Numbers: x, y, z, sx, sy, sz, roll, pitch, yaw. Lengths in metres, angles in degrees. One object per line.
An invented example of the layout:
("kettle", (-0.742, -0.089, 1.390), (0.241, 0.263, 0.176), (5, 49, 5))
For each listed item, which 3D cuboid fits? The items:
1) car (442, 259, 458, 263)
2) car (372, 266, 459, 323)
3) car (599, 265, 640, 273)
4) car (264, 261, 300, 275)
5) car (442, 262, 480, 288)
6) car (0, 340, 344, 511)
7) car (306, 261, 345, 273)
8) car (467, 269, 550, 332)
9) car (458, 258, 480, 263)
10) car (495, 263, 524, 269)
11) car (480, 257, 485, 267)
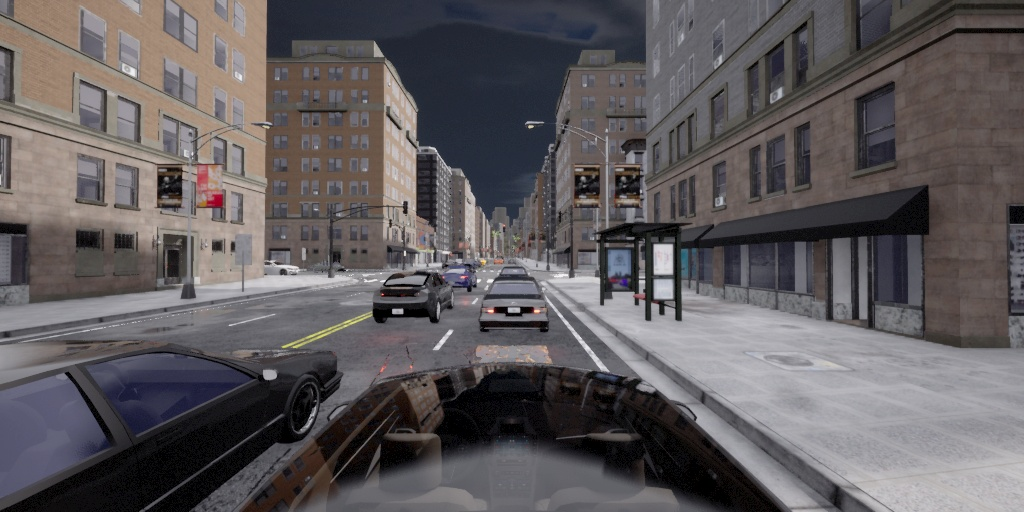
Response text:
("car", (-9.804, 1.273, 56.890), (1.837, 1.490, 4.892), (0, 0, 3))
("car", (-3.138, 1.258, 12.142), (1.837, 1.490, 4.892), (0, 0, -1))
("car", (13.126, 1.386, 43.908), (4.892, 1.490, 1.837), (0, -1, 0))
("car", (-22.622, 1.155, 33.836), (4.674, 1.442, 1.812), (0, -1, -1))
("car", (-3.152, 1.282, 21.181), (1.812, 1.442, 4.674), (0, 0, 0))
("car", (-3.149, 1.298, 2.268), (2.033, 1.411, 5.357), (0, 0, 0))
("car", (-22.677, 1.325, 43.782), (4.181, 1.385, 1.994), (0, -1, 0))
("car", (0.081, 1.300, 10.803), (2.033, 1.411, 5.357), (0, 0, 1))
("car", (-6.590, 1.121, 55.199), (2.097, 1.767, 4.553), (0, 0, 0))
("car", (0.090, 1.304, 20.860), (2.033, 1.411, 5.357), (0, 0, 0))
("car", (-6.557, 1.260, 64.339), (2.128, 1.511, 4.902), (0, 0, 0))
